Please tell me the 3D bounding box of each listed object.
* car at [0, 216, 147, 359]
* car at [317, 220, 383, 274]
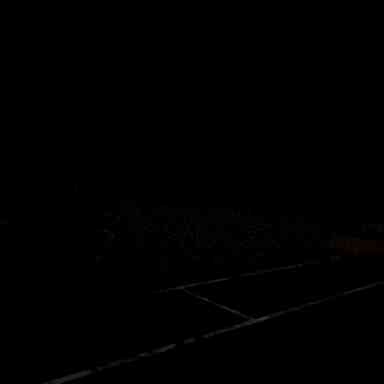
[{"bbox_3d":[-3.029,1.315,4.490,5.009,1.841,2.192,1,0,-35],"label":"car"},{"bbox_3d":[6.075,1.638,10.983,4.829,1.417,1.752,1,0,-35],"label":"car"}]
